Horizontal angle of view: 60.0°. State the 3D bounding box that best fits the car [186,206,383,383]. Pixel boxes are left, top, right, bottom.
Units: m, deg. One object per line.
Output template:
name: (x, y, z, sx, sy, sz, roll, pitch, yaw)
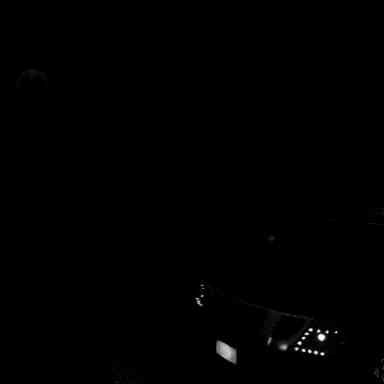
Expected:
car: (2.591, 1.269, 4.921, 5.566, 2.045, 2.150, 1, 0, -36)
